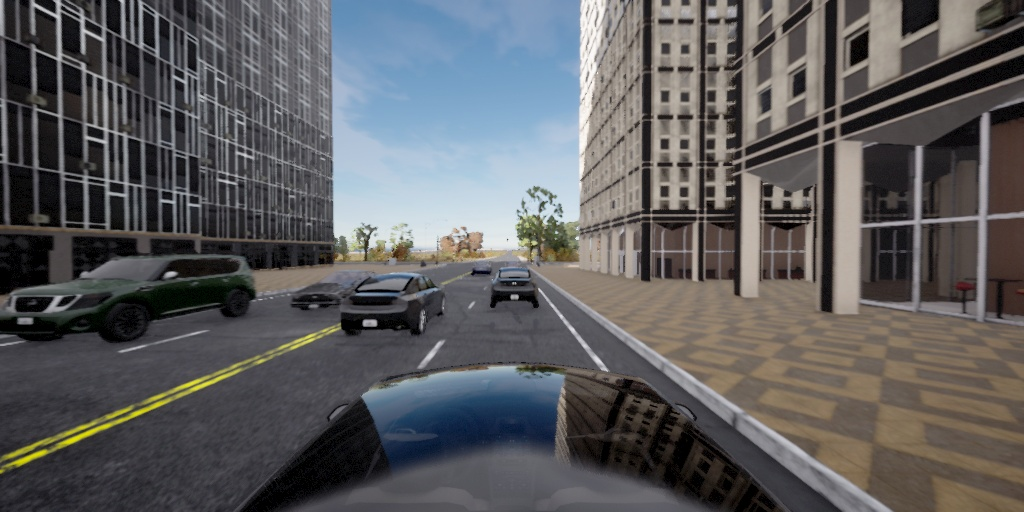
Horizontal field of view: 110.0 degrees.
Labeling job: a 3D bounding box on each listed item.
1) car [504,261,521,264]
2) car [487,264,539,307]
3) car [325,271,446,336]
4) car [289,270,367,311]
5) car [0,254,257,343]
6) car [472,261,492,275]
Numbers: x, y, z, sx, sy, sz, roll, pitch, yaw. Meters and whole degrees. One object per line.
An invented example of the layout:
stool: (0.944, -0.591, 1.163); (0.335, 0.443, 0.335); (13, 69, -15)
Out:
car: (0.093, 1.265, 40.820); (1.994, 1.385, 4.181); (0, 0, 0)
car: (0.096, 1.241, 15.318); (1.837, 1.490, 4.892); (0, 0, 0)
car: (-3.152, 1.246, 10.377); (1.837, 1.490, 4.892); (0, 0, 0)
car: (-6.571, 1.284, 14.575); (2.033, 1.411, 5.357); (0, 0, 0)
car: (-9.843, 0.962, 10.019); (2.150, 2.045, 5.566); (0, 0, 0)
car: (-3.158, 1.269, 38.420); (1.994, 1.385, 4.181); (0, 0, 0)
